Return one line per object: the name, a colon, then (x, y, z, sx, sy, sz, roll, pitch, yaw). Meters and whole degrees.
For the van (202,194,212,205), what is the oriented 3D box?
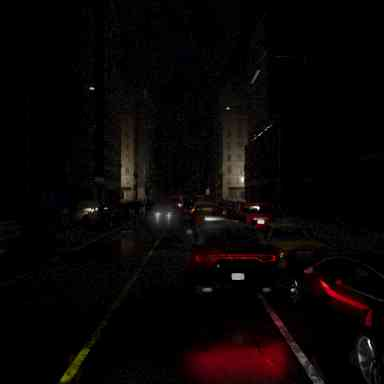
van: (2.730, 1.336, 60.226, 1.690, 1.788, 3.998, 0, 0, 0)

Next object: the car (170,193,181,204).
car: (-3.138, 1.217, 65.523, 2.150, 2.045, 5.566, 0, 0, 0)

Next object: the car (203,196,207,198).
car: (2.765, 1.547, 43.655, 2.008, 1.369, 4.403, 0, 0, 0)

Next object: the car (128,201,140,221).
car: (-5.726, 1.564, 27.052, 1.947, 1.339, 4.313, 0, 0, 0)

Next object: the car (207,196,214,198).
car: (2.788, 1.437, 32.607, 1.967, 1.590, 4.097, 0, 0, 0)

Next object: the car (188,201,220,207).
car: (0.860, 1.477, 18.889, 1.882, 1.535, 5.008, 0, 0, 0)

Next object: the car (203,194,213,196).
car: (2.742, 1.310, 54.702, 2.192, 1.841, 5.009, 0, 0, 0)

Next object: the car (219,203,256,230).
car: (2.811, 1.524, 21.730, 1.752, 1.417, 4.829, 0, 0, 0)

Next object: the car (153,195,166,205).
car: (-5.796, 1.435, 60.202, 1.967, 1.590, 4.097, 0, 0, 0)

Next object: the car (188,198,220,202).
car: (0.847, 1.476, 24.889, 1.882, 1.535, 5.008, 0, 0, 0)

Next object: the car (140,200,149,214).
car: (-5.737, 1.563, 32.577, 1.947, 1.339, 4.313, 0, 0, 0)

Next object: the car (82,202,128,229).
car: (-5.714, 1.543, 21.527, 1.887, 1.381, 4.507, 0, 0, 0)

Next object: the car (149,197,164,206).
car: (-5.784, 1.561, 54.677, 1.947, 1.339, 4.313, 0, 0, 0)

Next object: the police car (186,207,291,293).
police car: (0.880, 1.425, 8.999, 1.930, 1.638, 5.238, 0, 0, 0)

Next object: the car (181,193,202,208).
car: (-0.087, 1.348, 46.854, 2.097, 1.767, 4.553, 0, 0, 0)

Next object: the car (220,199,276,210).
car: (2.824, 1.314, 16.036, 2.192, 1.841, 5.009, 0, 0, 0)

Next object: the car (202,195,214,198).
car: (2.753, 1.562, 49.178, 1.947, 1.339, 4.313, 0, 0, 0)

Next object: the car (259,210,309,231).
car: (2.835, 1.525, 10.683, 1.752, 1.417, 4.829, 0, 0, 0)

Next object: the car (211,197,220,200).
car: (2.800, 1.438, 27.084, 1.967, 1.590, 4.097, 0, 0, 0)

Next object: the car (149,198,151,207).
car: (-5.773, 1.578, 49.152, 1.802, 1.307, 4.206, 0, 0, 0)

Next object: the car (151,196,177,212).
car: (-3.184, 1.544, 38.494, 2.033, 1.411, 5.357, 0, 0, 0)

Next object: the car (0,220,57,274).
car: (-5.691, 1.581, 10.477, 1.802, 1.307, 4.206, 0, 0, 0)

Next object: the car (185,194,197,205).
car: (-0.129, 1.347, 60.259, 2.097, 1.767, 4.553, 0, 0, 0)

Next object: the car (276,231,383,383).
car: (2.847, 1.566, 4.990, 1.947, 1.339, 4.313, 0, 0, 0)
